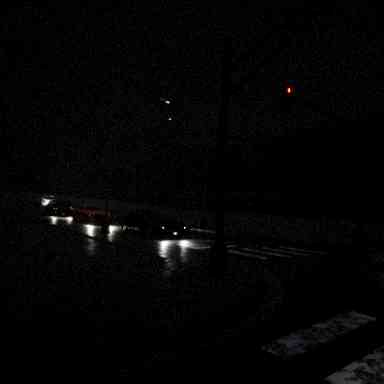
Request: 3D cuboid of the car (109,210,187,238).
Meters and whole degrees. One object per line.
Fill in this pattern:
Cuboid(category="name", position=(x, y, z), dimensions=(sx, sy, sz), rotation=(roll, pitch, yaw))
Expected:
Cuboid(category="car", position=(-2.489, 1.760, 19.229), dimensions=(2.033, 1.411, 5.357), rotation=(4, -3, -38))

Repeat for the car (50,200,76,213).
Cuboid(category="car", position=(-17.715, 1.938, 45.453), dimensions=(2.128, 1.511, 4.902), rotation=(4, -2, -35))

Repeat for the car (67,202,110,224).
Cuboid(category="car", position=(-8.379, 1.770, 27.493), dimensions=(1.882, 1.535, 5.008), rotation=(4, -3, -36))

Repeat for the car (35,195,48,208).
Cuboid(category="car", position=(-23.589, 1.547, 53.583), dimensions=(2.150, 2.045, 5.566), rotation=(4, -1, -36))

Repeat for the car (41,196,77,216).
Cuboid(category="car", position=(-14.329, 1.678, 35.802), dimensions=(2.097, 1.767, 4.553), rotation=(4, -2, -35))
